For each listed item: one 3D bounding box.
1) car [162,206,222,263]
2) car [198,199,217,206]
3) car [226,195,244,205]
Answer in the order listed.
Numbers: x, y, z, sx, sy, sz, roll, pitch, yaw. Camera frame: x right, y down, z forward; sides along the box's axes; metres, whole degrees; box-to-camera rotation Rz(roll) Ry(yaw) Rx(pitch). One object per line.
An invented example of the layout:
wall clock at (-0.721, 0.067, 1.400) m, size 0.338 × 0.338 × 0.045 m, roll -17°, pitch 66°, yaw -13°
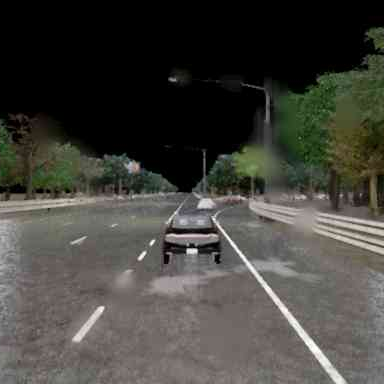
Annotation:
car at (0.001, 1.484, 11.971) m, size 2.128 × 1.511 × 4.902 m, roll 0°, pitch 0°, yaw 0°
car at (1.853, 1.509, 39.685) m, size 1.812 × 1.442 × 4.674 m, roll 0°, pitch 0°, yaw 11°
car at (7.485, 1.313, 57.323) m, size 2.097 × 1.767 × 4.553 m, roll 0°, pitch 0°, yaw 24°
